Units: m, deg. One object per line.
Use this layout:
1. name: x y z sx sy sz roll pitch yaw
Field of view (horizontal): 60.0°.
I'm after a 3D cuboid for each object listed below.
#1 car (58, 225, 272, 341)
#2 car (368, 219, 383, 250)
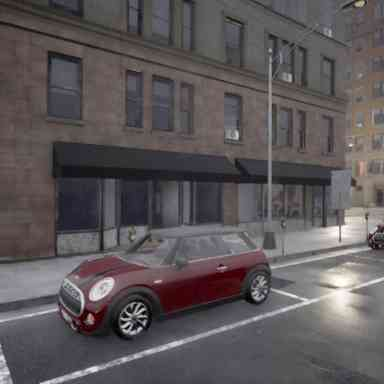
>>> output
1. car: -0.396 1.439 6.465 4.097 1.590 1.967 0 0 -35
2. car: 8.563 1.438 12.825 4.097 1.590 1.967 0 0 -35
